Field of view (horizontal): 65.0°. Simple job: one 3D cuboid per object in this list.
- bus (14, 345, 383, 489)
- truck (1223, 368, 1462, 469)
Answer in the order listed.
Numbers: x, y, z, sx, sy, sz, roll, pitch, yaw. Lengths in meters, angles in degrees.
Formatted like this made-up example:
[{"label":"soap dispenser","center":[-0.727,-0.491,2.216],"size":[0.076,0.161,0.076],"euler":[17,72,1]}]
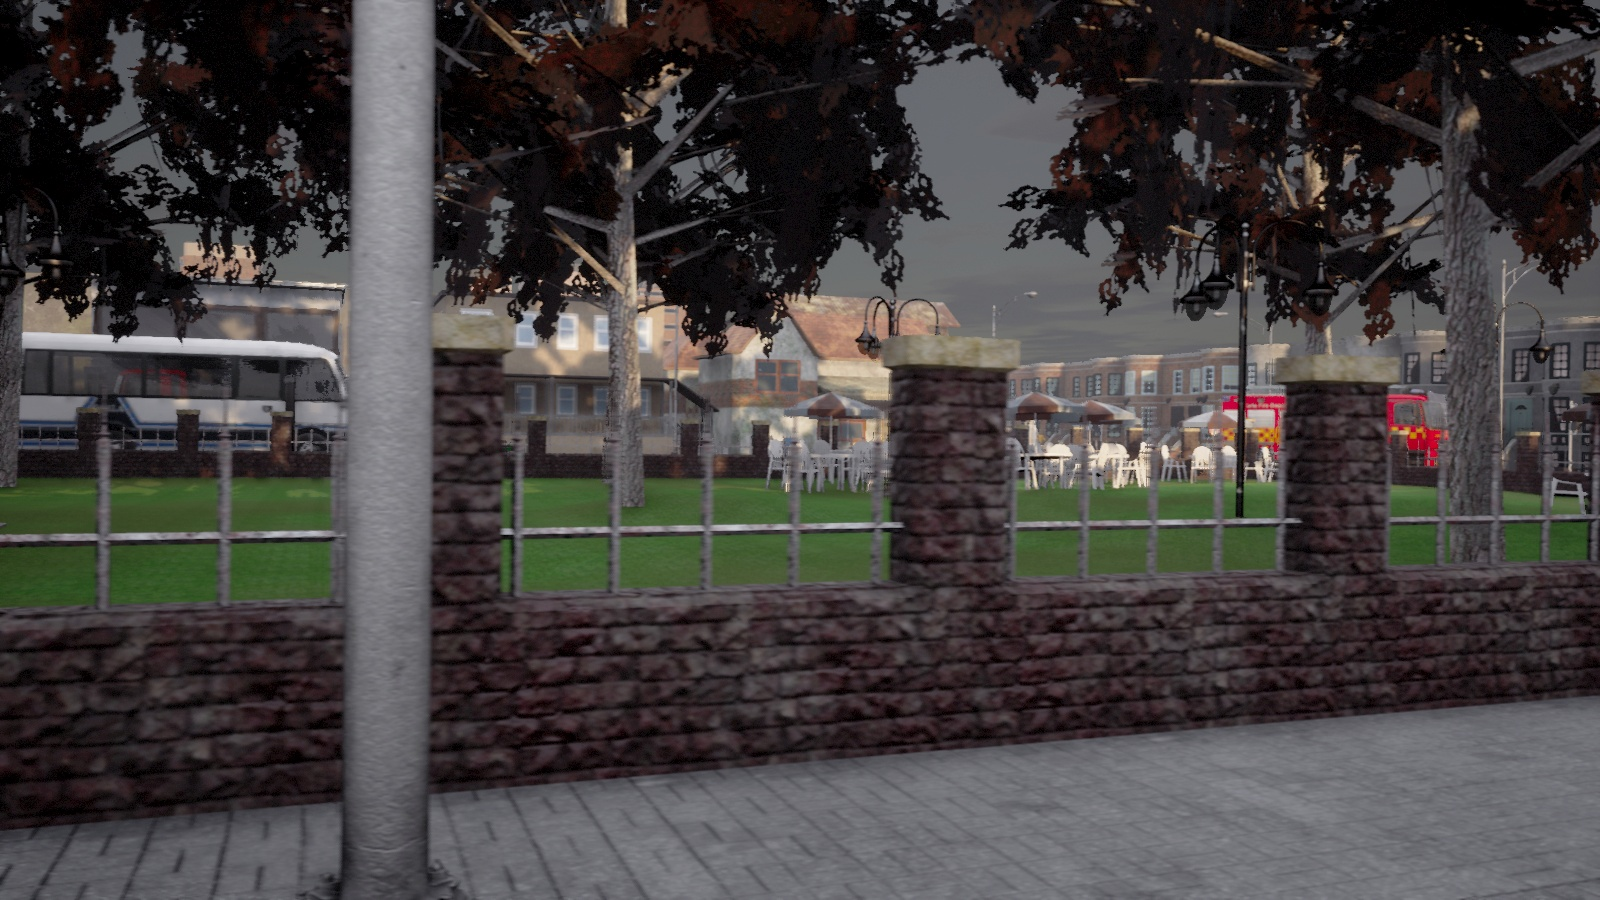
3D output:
[{"label":"bus","center":[-19.004,-1.048,40.662],"size":[10.273,4.253,3.944],"euler":[-1,1,-20]},{"label":"truck","center":[21.962,-1.236,51.233],"size":[8.468,3.827,2.891],"euler":[0,1,40]}]
